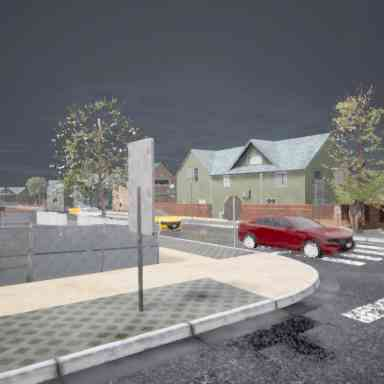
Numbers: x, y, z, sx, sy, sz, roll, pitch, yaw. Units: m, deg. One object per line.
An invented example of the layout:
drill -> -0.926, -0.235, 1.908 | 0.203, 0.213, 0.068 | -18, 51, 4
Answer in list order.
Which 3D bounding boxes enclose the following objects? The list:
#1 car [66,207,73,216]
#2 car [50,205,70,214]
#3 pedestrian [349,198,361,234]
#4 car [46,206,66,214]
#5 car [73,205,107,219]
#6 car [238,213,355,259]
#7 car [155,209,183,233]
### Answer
car -> -15.516, 2.515, 46.194 | 1.882, 1.535, 5.008 | -1, -1, -36
car -> -21.983, 2.902, 55.235 | 1.895, 1.301, 4.718 | -1, -1, -35
pedestrian -> 8.574, 1.251, 17.546 | 0.375, 1.860, 0.375 | -3, 2, -36
car -> -19.225, 2.698, 46.483 | 1.837, 1.490, 4.892 | -1, -1, -36
car -> -10.235, 2.296, 33.762 | 1.812, 1.442, 4.674 | -1, -1, -35
car -> 4.079, 1.665, 13.766 | 1.882, 1.535, 5.008 | -1, -1, -36
car -> -2.572, 1.936, 23.061 | 1.882, 1.535, 5.008 | -1, 0, -36
